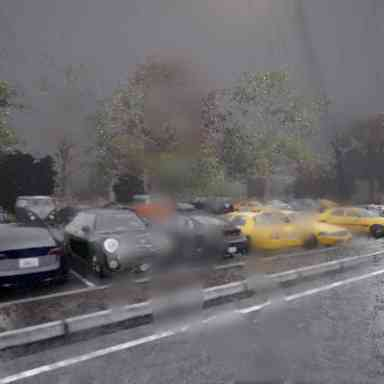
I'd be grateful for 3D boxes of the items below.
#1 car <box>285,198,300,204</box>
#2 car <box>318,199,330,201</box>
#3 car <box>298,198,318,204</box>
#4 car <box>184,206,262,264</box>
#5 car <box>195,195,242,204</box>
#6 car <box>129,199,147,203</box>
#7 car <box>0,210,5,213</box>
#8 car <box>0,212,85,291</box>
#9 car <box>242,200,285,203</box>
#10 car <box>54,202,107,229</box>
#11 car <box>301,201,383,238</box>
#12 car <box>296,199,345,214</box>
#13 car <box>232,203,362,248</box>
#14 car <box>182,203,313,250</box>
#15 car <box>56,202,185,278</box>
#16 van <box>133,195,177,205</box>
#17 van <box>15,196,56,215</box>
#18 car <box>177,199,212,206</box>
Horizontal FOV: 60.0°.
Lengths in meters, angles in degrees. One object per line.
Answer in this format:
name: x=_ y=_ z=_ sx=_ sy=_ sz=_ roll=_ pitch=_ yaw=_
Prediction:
car: x=8.132 y=1.606 z=33.887 sx=2.002 sy=1.452 sz=4.674 roll=0 pitch=0 yaw=-35
car: x=12.533 y=1.472 z=37.044 sx=2.185 sy=1.767 sz=4.553 roll=0 pitch=0 yaw=-35
car: x=10.408 y=1.612 z=35.466 sx=2.163 sy=1.488 sz=4.792 roll=0 pitch=0 yaw=-35
car: x=-0.173 y=1.476 z=11.981 sx=2.231 sy=1.521 sz=4.892 roll=0 pitch=0 yaw=-35
car: x=1.332 y=1.266 z=29.113 sx=2.435 sy=2.045 sz=5.566 roll=0 pitch=0 yaw=-35
car: x=-5.553 y=1.506 z=24.240 sx=2.163 sy=1.488 sz=4.792 roll=0 pitch=0 yaw=-35
car: x=-12.214 y=1.479 z=19.496 sx=2.097 sy=1.535 sz=5.008 roll=0 pitch=0 yaw=-35
car: x=-4.725 y=1.511 z=8.802 sx=2.163 sy=1.488 sz=4.792 roll=0 pitch=0 yaw=-35
car: x=5.976 y=1.547 z=32.138 sx=1.946 sy=1.575 sz=5.366 roll=0 pitch=0 yaw=-35
car: x=-7.708 y=1.501 z=22.715 sx=2.163 sy=1.488 sz=4.792 roll=0 pitch=0 yaw=-35
car: x=8.986 y=1.517 z=18.243 sx=1.946 sy=1.575 sz=5.366 roll=0 pitch=0 yaw=-35
car: x=14.816 y=1.614 z=38.615 sx=2.097 sy=1.535 sz=5.008 roll=0 pitch=0 yaw=-35
car: x=4.355 y=1.486 z=14.966 sx=1.946 sy=1.575 sz=5.366 roll=0 pitch=0 yaw=-35
car: x=1.976 y=1.476 z=13.736 sx=1.946 sy=1.575 sz=5.366 roll=0 pitch=0 yaw=-35
car: x=-2.463 y=1.351 z=10.405 sx=2.185 sy=1.767 sz=4.553 roll=0 pitch=0 yaw=-35
van: x=-3.342 y=1.261 z=25.913 sx=1.878 sy=1.987 sz=4.442 roll=0 pitch=0 yaw=-35
van: x=-9.875 y=1.248 z=21.013 sx=1.878 sy=1.987 sz=4.442 roll=0 pitch=0 yaw=-36
car: x=-0.896 y=1.530 z=27.466 sx=2.163 sy=1.488 sz=4.792 roll=0 pitch=0 yaw=-35
